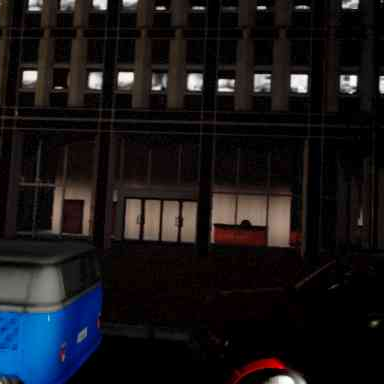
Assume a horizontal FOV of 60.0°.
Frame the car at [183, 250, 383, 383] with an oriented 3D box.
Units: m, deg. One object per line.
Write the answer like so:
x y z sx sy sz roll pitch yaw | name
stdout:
2.454 1.651 3.833 5.009 1.841 2.192 2 -3 5 | car

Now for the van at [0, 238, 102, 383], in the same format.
-3.206 1.481 4.329 3.998 1.788 1.690 2 -3 5 | van

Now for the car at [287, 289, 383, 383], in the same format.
3.192 1.724 1.717 5.008 1.535 1.882 2 -3 11 | car
